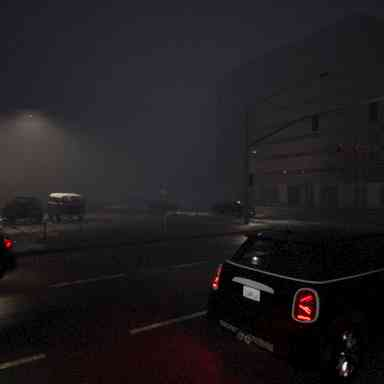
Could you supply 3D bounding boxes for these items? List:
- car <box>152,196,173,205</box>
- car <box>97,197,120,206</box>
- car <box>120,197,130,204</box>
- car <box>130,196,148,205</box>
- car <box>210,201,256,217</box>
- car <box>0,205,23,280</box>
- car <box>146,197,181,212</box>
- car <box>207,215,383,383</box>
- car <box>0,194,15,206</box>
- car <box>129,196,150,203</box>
[{"bbox_3d":[-5.532,1.580,61.921,1.812,1.442,4.674,0,0,-35],"label":"car"},{"bbox_3d":[-14.410,1.656,56.051,1.895,1.301,4.718,0,0,-35],"label":"car"},{"bbox_3d":[-14.084,1.619,67.913,1.994,1.385,4.181,0,0,-35],"label":"car"},{"bbox_3d":[-9.025,1.581,60.795,1.812,1.442,4.674,0,0,-36],"label":"car"},{"bbox_3d":[3.689,1.546,30.499,2.128,1.511,4.902,0,0,-35],"label":"car"},{"bbox_3d":[-6.741,1.352,7.811,4.553,1.767,2.097,0,0,-36],"label":"car"},{"bbox_3d":[-3.311,1.656,40.343,1.895,1.301,4.718,0,0,-35],"label":"car"},{"bbox_3d":[2.516,1.352,5.601,4.553,1.767,2.097,0,0,-35],"label":"car"},{"bbox_3d":[-31.836,1.209,56.384,1.932,1.855,4.605,0,0,-35],"label":"car"},{"bbox_3d":[-11.048,1.600,69.648,2.033,1.411,5.357,0,0,-35],"label":"car"}]
